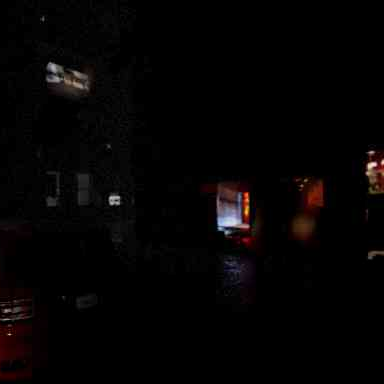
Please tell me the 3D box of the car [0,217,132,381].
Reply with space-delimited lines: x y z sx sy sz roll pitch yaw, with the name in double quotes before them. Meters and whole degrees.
"car" -3.124 1.303 5.123 5.009 1.841 2.192 0 -1 36
